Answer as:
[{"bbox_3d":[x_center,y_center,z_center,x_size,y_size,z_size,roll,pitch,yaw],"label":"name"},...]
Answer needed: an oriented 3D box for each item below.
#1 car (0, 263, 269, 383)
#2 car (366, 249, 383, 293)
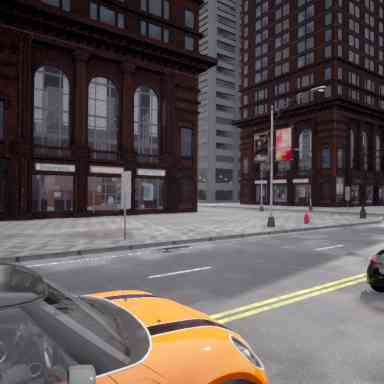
[{"bbox_3d":[-1.525,1.352,2.351,4.553,1.767,2.097,0,0,-36],"label":"car"},{"bbox_3d":[5.903,1.576,7.670,4.181,1.385,1.994,0,0,-35],"label":"car"}]
